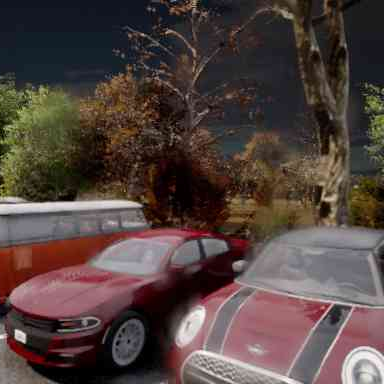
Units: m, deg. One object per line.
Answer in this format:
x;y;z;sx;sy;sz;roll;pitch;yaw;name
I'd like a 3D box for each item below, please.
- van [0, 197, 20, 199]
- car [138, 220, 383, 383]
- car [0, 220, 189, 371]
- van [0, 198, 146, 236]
-7.330;1.178;10.958;1.878;1.987;4.442;0;0;35;van
1.717;1.348;4.405;2.185;1.767;4.553;0;0;35;car
-0.598;1.455;6.023;2.097;1.535;5.008;0;0;35;car
-2.729;1.213;7.677;1.878;1.987;4.442;1;0;35;van
